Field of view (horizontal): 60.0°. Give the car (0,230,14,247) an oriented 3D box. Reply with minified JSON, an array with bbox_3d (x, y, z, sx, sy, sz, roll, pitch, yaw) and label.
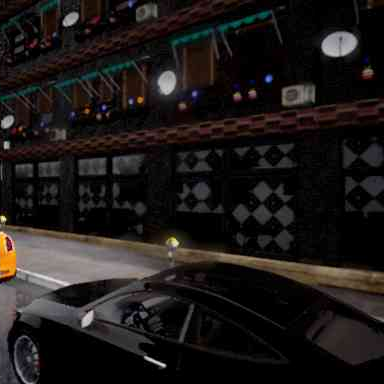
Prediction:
[{"bbox_3d":[-6.149,1.153,7.517,4.553,1.767,2.097,1,1,29],"label":"car"}]

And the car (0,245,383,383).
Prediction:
[{"bbox_3d":[-0.011,1.484,3.444,4.674,1.442,1.812,2,1,35],"label":"car"}]
